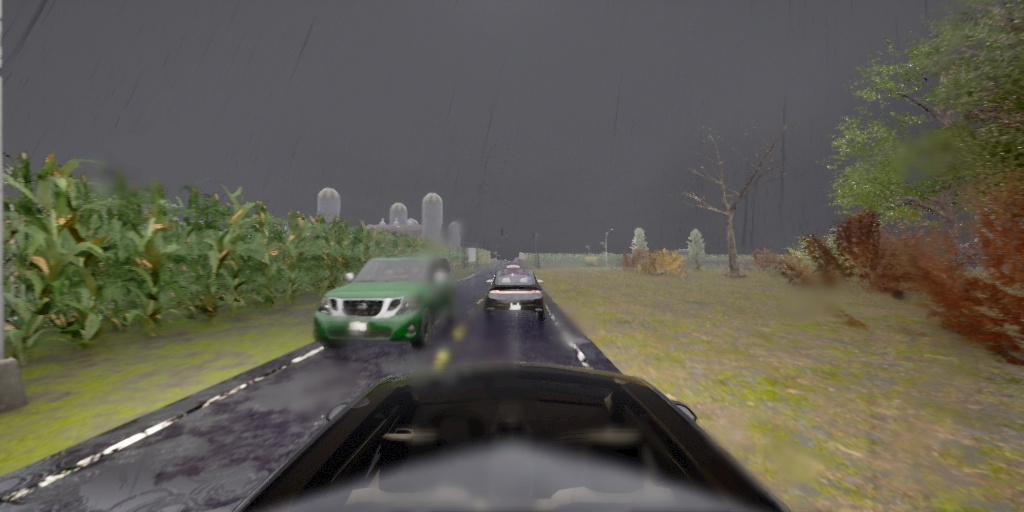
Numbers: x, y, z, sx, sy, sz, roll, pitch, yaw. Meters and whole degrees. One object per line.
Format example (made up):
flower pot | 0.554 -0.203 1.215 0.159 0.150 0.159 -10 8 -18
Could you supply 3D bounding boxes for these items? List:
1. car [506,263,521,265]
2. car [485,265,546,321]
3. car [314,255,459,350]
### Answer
car | 0.097 1.298 30.393 1.812 1.442 4.674 0 0 0
car | 0.099 1.247 12.580 2.128 1.511 4.902 0 0 0
car | -2.794 0.977 9.418 2.150 2.045 5.566 0 0 1
